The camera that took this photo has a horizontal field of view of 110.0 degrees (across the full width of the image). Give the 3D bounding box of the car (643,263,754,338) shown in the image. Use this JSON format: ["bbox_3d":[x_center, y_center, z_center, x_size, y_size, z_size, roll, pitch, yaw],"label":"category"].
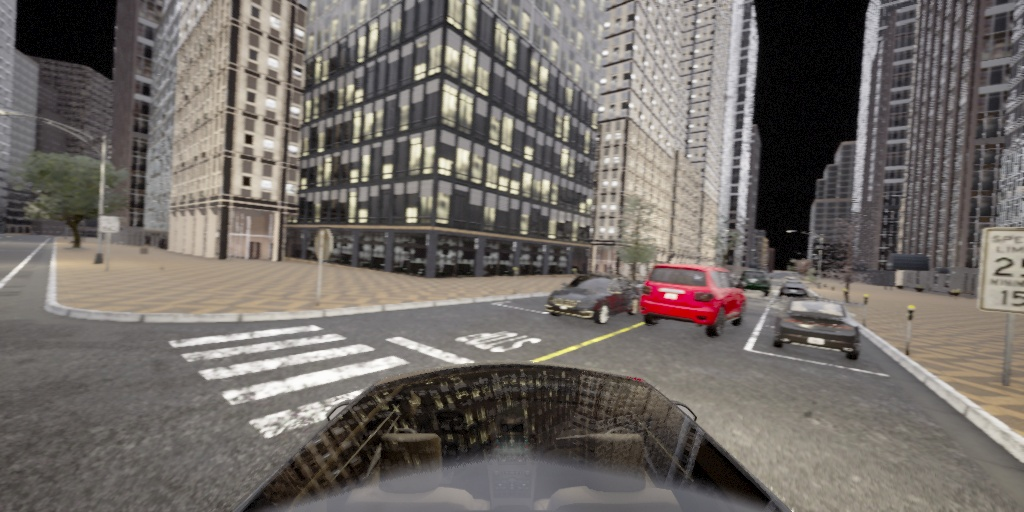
[{"bbox_3d":[6.280,1.344,12.155,2.150,2.045,5.566,4,1,42],"label":"car"}]

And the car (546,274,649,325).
[{"bbox_3d":[3.052,1.402,12.778,1.837,1.490,4.892,4,0,37],"label":"car"}]

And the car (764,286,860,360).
[{"bbox_3d":[8.406,1.833,10.123,2.007,1.370,4.403,0,0,37],"label":"car"}]

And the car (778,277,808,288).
[{"bbox_3d":[21.998,2.695,28.120,1.948,1.339,4.313,0,0,37],"label":"car"}]

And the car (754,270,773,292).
[{"bbox_3d":[21.007,2.266,30.983,2.150,2.045,5.566,4,1,37],"label":"car"}]

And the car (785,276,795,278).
[{"bbox_3d":[32.270,3.333,41.561,1.948,1.339,4.313,0,0,37],"label":"car"}]
